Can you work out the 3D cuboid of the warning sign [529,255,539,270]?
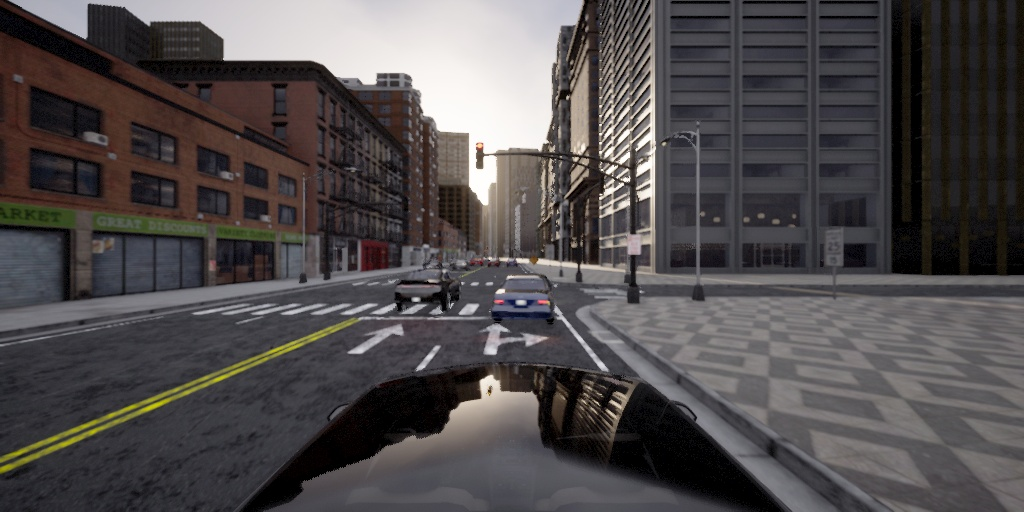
[{"bbox_3d":[2.847,0.804,46.255,1.300,1.860,1.060,0,0,0],"label":"warning sign"}]

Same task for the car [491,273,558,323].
[{"bbox_3d":[0.521,1.287,12.067,2.033,1.411,5.357,0,0,7],"label":"car"}]

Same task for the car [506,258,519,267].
[{"bbox_3d":[0.039,1.184,62.332,1.812,1.442,4.674,0,0,0],"label":"car"}]

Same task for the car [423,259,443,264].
[{"bbox_3d":[-9.845,1.184,44.603,2.128,1.511,4.902,0,0,0],"label":"car"}]

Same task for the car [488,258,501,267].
[{"bbox_3d":[-3.209,1.184,62.326,1.812,1.442,4.674,0,0,1],"label":"car"}]

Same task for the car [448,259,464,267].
[{"bbox_3d":[-9.779,1.205,63.108,2.033,1.411,5.357,0,0,1],"label":"car"}]

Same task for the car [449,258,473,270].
[{"bbox_3d":[-6.587,1.215,46.521,1.812,1.442,4.674,0,0,0],"label":"car"}]

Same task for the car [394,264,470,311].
[{"bbox_3d":[-3.180,1.230,14.348,2.128,1.511,4.902,0,0,0],"label":"car"}]
